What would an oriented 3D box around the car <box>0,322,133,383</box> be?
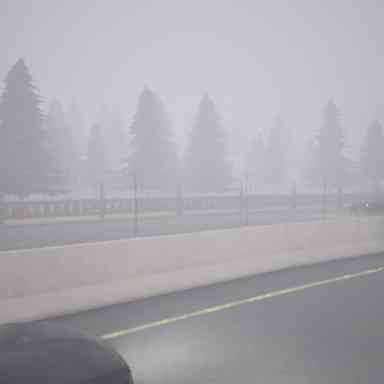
[{"bbox_3d":[-2.651,1.519,1.707,4.892,1.490,1.837,-1,1,-36],"label":"car"}]
